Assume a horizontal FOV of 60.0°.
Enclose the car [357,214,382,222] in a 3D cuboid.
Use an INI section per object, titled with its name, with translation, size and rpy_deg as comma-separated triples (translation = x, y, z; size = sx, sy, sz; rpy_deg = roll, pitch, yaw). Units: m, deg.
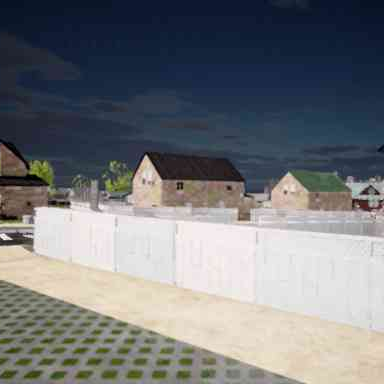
[car]
translation = 22.475, 3.549, 41.651
size = 4.902, 1.511, 2.128
rpy_deg = 3, -1, -35
